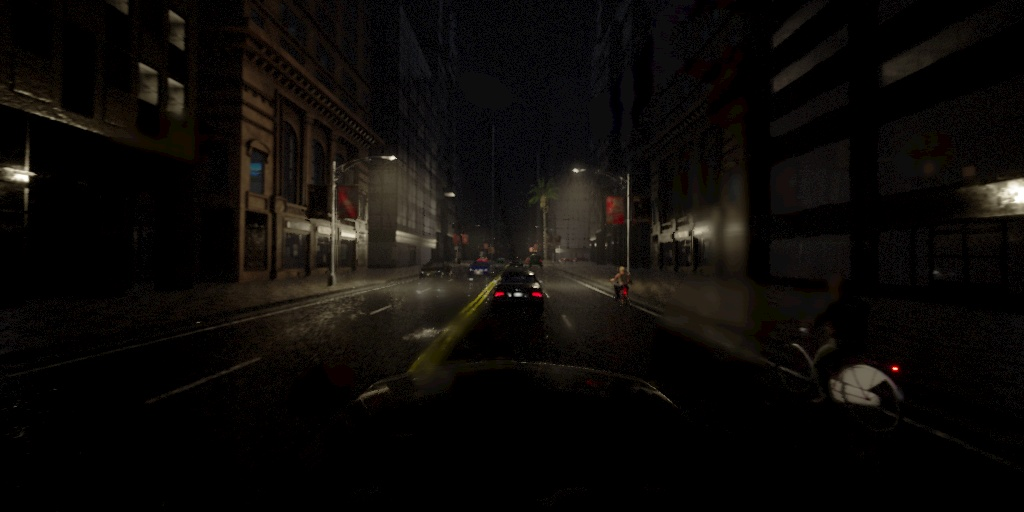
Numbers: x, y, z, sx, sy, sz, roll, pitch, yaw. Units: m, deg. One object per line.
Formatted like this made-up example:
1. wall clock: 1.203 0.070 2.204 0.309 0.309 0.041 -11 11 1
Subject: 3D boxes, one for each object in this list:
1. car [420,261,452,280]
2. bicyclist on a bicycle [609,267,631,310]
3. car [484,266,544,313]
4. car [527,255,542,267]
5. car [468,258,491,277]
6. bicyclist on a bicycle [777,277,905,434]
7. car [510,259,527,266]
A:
1. car: -6.290 1.144 30.044 1.882 1.535 5.008 0 0 1
2. bicyclist on a bicycle: 4.250 1.216 13.951 0.866 1.612 1.509 0 0 1
3. car: 0.225 1.295 14.096 2.033 1.411 5.357 0 0 1
4. car: 4.035 0.855 62.548 2.150 2.045 5.566 0 0 1
5. car: -2.989 1.206 34.268 1.812 1.442 4.674 0 0 1
6. bicyclist on a bicycle: 4.161 1.154 4.735 0.659 1.776 1.843 0 0 1
7. car: 0.626 1.144 48.833 2.128 1.511 4.902 0 0 1
